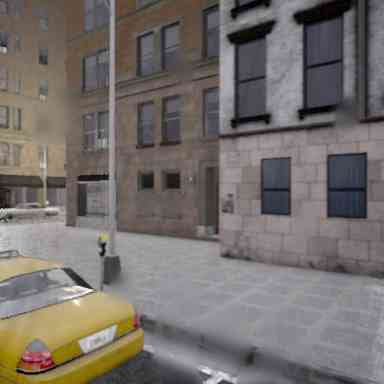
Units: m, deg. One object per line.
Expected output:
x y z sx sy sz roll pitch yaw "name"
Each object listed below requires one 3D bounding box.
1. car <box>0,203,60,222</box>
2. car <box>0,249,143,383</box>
-12.694 1.508 25.323 1.895 1.301 4.718 0 0 35 "car"
-2.873 1.524 4.868 4.829 1.417 1.752 0 0 36 "car"
